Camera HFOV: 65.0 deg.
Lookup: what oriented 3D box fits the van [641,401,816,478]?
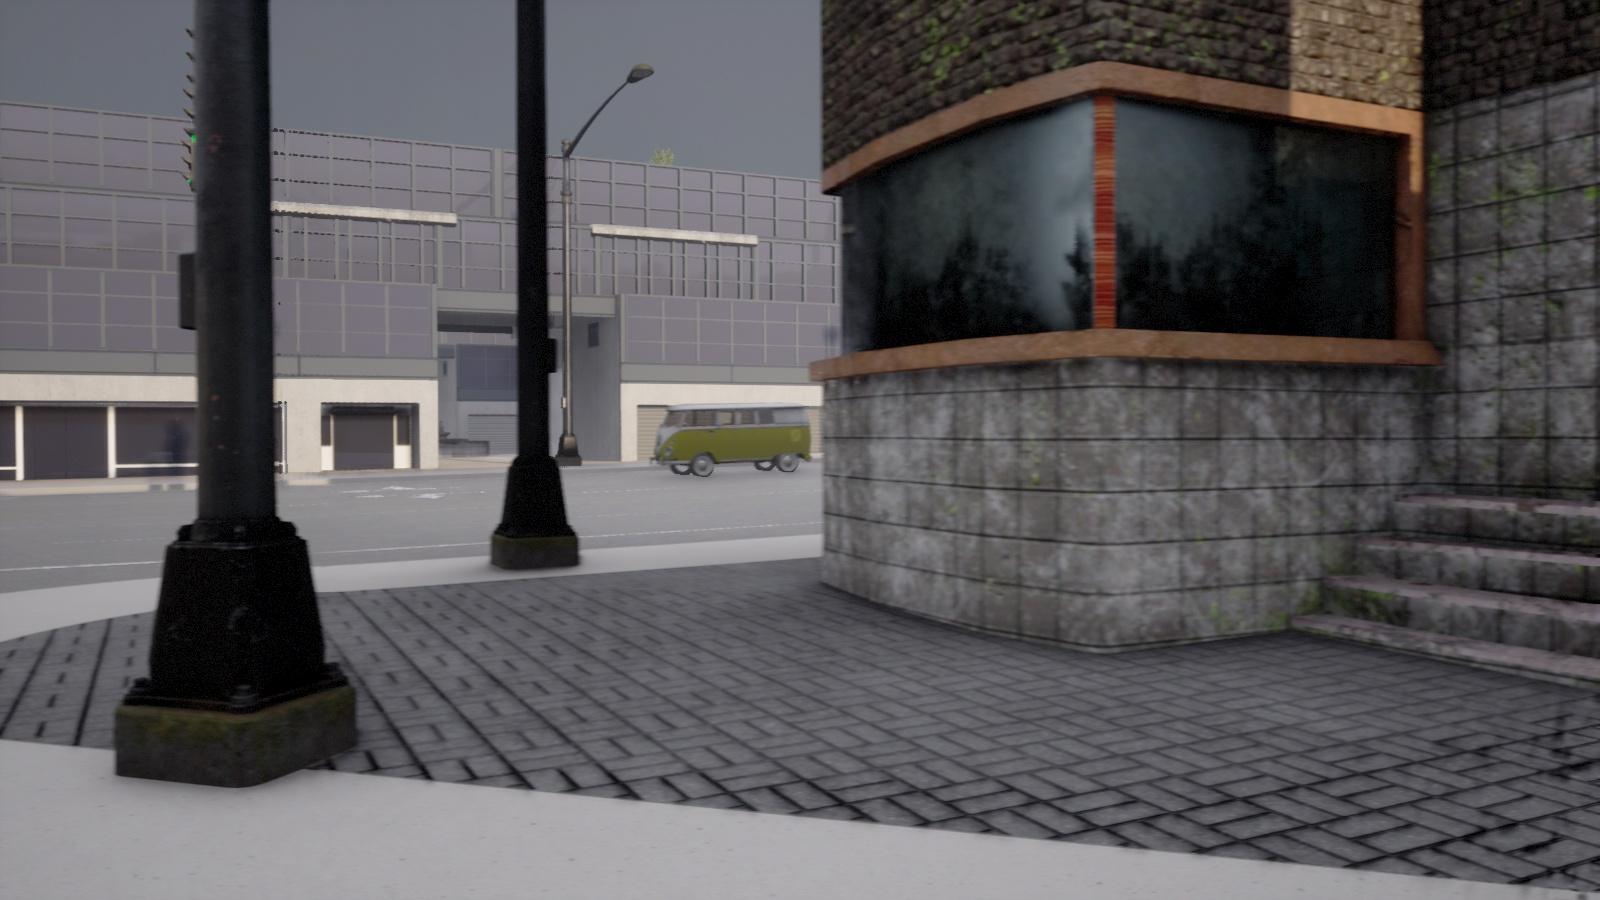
[{"bbox_3d":[-1.964,-0.327,34.812,4.442,1.987,1.775,-2,2,-27],"label":"van"}]
